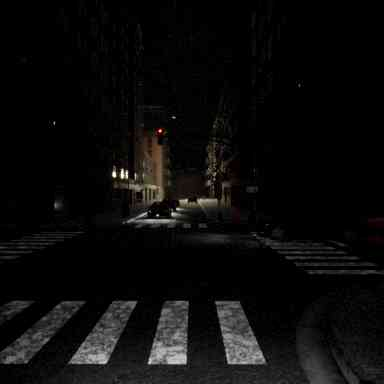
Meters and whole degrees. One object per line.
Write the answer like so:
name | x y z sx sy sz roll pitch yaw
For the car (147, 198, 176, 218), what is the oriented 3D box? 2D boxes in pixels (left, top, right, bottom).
car | -2.841 1.541 30.207 2.033 1.411 5.357 0 0 0

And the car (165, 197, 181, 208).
car | -2.837 1.474 50.230 2.128 1.511 4.902 0 0 0

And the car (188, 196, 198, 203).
car | 0.108 1.491 69.194 1.812 1.442 4.674 0 0 0

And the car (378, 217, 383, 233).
car | 11.636 1.554 17.902 4.829 1.417 1.752 0 0 0

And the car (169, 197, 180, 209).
car | -2.837 1.481 40.029 2.128 1.511 4.902 0 0 0

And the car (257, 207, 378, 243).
car | 5.643 1.492 15.792 5.008 1.535 1.882 0 0 8
